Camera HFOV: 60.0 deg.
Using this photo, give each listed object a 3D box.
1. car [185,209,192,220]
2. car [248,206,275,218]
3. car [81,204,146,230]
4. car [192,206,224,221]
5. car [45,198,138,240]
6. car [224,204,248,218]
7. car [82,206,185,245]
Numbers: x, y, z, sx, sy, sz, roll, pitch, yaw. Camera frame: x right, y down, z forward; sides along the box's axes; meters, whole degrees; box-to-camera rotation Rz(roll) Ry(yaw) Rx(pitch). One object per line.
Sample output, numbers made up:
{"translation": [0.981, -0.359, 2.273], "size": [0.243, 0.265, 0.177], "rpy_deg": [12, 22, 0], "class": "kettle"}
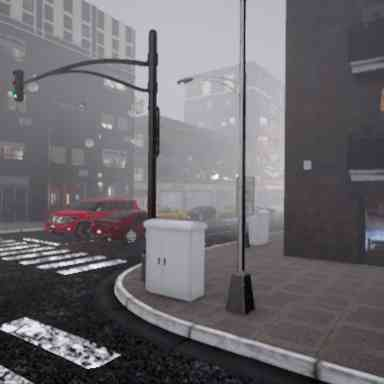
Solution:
{"translation": [-2.296, 1.833, 27.450], "size": [1.752, 1.417, 4.829], "rpy_deg": [-1, -1, 35], "class": "car"}
{"translation": [7.566, 2.188, 37.065], "size": [1.895, 1.301, 4.718], "rpy_deg": [1, -1, 35], "class": "car"}
{"translation": [-5.351, 1.647, 23.057], "size": [1.967, 1.590, 4.097], "rpy_deg": [-1, -1, 35], "class": "car"}
{"translation": [0.953, 1.981, 32.125], "size": [1.947, 1.339, 4.313], "rpy_deg": [-1, -1, 35], "class": "car"}
{"translation": [-5.254, 1.386, 18.627], "size": [2.150, 2.045, 5.566], "rpy_deg": [1, -1, 35], "class": "car"}
{"translation": [4.008, 2.041, 36.521], "size": [1.752, 1.417, 4.829], "rpy_deg": [-1, -1, 35], "class": "car"}
{"translation": [-2.725, 1.673, 16.839], "size": [1.882, 1.535, 5.008], "rpy_deg": [1, -1, 35], "class": "car"}
